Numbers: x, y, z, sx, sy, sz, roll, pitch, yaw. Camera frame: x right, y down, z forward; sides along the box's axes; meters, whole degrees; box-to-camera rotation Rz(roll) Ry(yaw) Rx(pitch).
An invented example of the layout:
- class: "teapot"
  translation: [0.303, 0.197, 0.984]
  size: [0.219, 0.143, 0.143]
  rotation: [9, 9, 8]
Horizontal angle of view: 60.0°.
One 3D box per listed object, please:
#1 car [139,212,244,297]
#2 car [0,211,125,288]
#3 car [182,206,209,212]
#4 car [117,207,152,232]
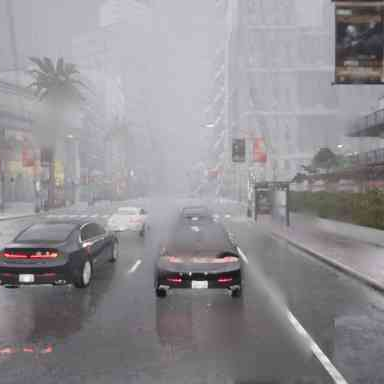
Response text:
- class: "car"
  translation: [0.145, 1.490, 8.544]
  size: [2.128, 1.511, 4.902]
  rotation: [0, 0, 0]
- class: "car"
  translation: [-3.355, 1.503, 9.188]
  size: [1.837, 1.490, 4.892]
  rotation: [0, 0, 0]
- class: "car"
  translation: [0.174, 1.501, 17.962]
  size: [1.837, 1.490, 4.892]
  rotation: [0, 0, 0]
- class: "car"
  translation: [-3.325, 1.522, 18.128]
  size: [1.812, 1.442, 4.674]
  rotation: [0, 0, 0]
